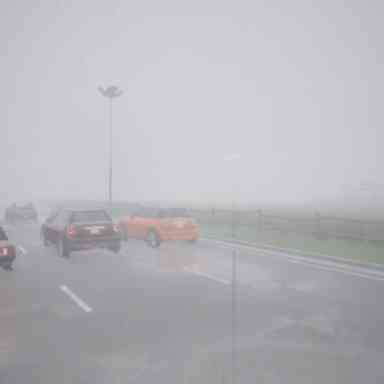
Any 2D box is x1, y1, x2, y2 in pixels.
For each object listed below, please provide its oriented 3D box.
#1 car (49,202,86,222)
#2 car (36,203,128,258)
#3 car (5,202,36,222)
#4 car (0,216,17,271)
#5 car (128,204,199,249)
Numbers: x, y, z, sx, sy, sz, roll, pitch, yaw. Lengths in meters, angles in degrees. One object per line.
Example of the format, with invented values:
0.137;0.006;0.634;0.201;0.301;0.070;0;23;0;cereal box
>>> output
-10.681;1.643;28.252;1.994;1.385;4.181;0;0;-34;car
-4.552;1.389;13.285;2.097;1.767;4.553;0;0;-34;car
-13.286;1.559;25.864;2.128;1.511;4.902;0;0;-34;car
-6.791;1.626;10.362;1.895;1.301;4.718;0;0;-34;car
-1.674;1.400;15.275;2.097;1.767;4.553;0;0;-34;car
